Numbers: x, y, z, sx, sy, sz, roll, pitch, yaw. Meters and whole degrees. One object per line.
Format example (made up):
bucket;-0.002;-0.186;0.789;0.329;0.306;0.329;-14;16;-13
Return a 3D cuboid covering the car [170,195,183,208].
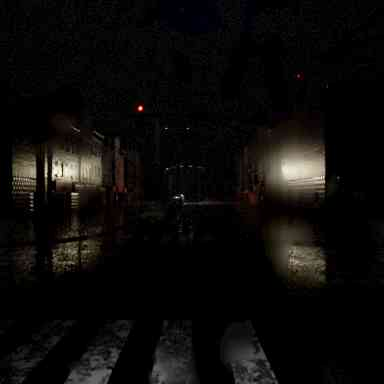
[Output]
car;-2.655;1.502;46.467;1.967;1.590;4.097;0;0;0

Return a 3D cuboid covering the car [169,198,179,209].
car;-2.650;1.618;35.256;1.802;1.307;4.206;0;0;0

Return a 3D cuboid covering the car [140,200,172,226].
car;-2.645;1.543;23.876;1.752;1.417;4.829;0;0;0

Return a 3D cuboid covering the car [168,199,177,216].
car;-2.647;1.571;29.651;1.887;1.381;4.507;0;0;0

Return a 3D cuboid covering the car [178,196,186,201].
car;-2.676;1.770;91.311;1.947;1.339;4.313;0;0;0

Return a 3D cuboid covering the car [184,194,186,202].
car;-2.659;1.407;57.678;2.192;1.841;5.009;0;0;0

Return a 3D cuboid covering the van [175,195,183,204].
van;-2.664;1.466;68.889;1.690;1.788;3.998;0;0;0

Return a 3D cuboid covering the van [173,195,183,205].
van;-2.662;1.449;63.284;1.690;1.788;3.998;0;0;0
